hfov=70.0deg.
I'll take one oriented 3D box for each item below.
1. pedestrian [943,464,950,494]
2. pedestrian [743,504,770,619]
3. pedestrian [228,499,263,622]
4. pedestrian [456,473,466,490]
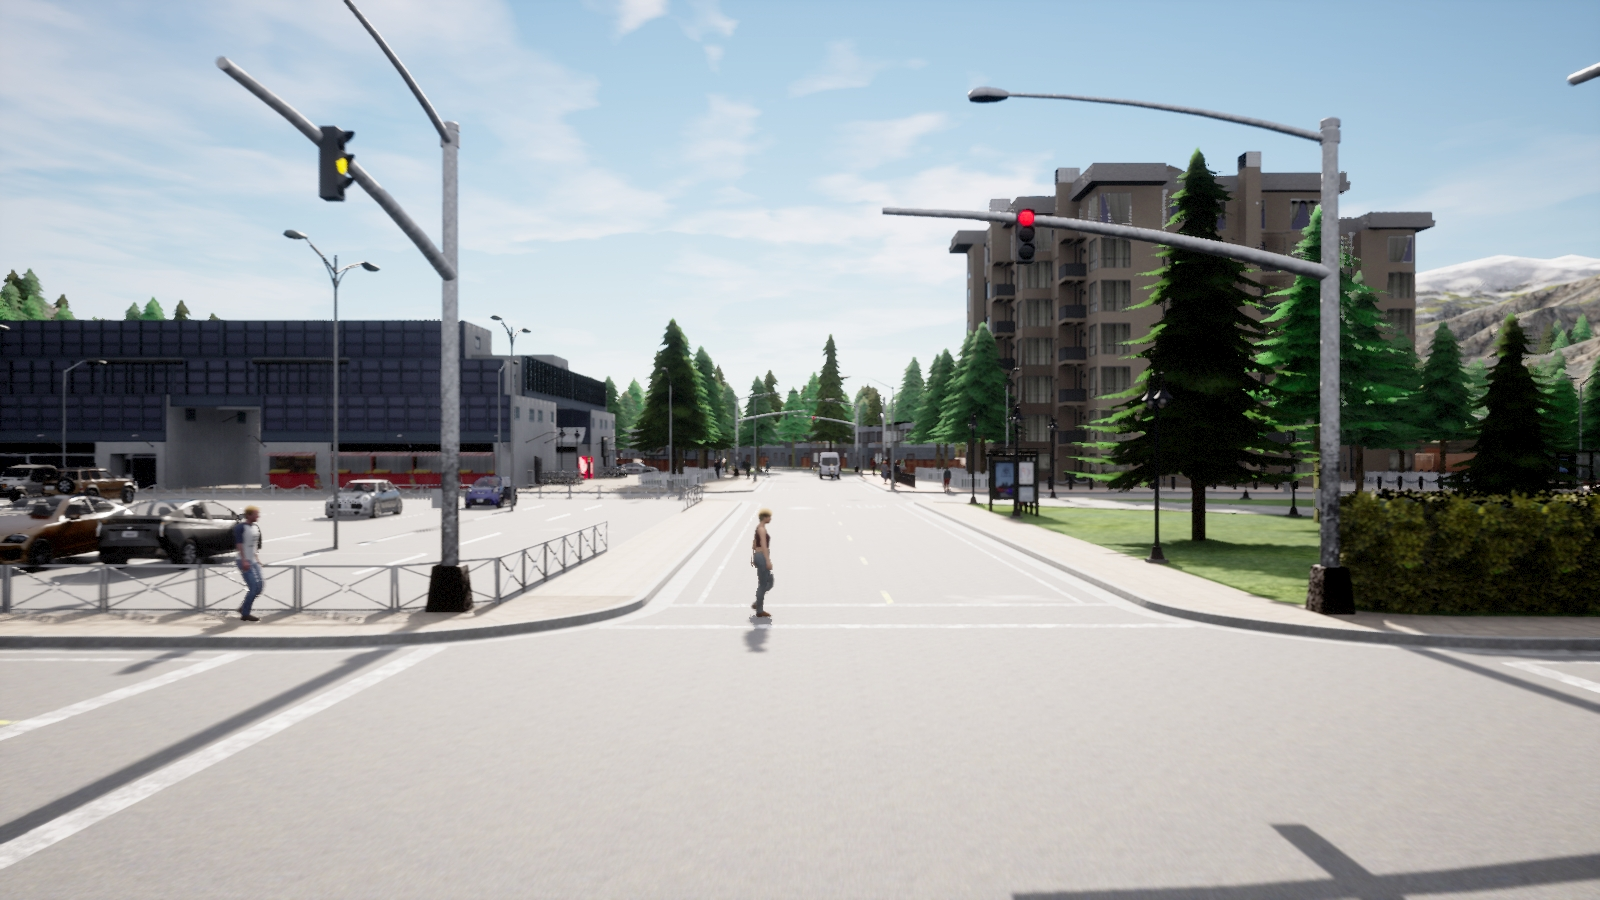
[{"bbox_3d":[9.268,1.831,72.222,0.375,1.860,0.375,0,0,-7],"label":"pedestrian"},{"bbox_3d":[-0.725,1.844,18.971,0.375,1.860,0.375,0,0,-13],"label":"pedestrian"},{"bbox_3d":[-8.545,1.691,17.613,0.375,1.860,0.375,0,0,-1],"label":"pedestrian"},{"bbox_3d":[-22.059,2.054,74.427,0.500,1.100,0.500,0,0,-2],"label":"pedestrian"}]
